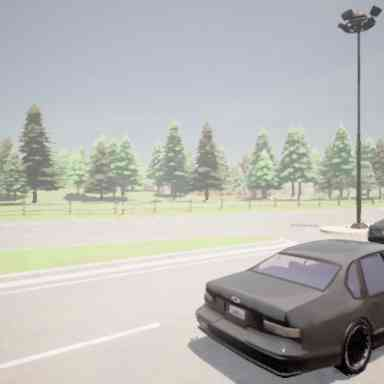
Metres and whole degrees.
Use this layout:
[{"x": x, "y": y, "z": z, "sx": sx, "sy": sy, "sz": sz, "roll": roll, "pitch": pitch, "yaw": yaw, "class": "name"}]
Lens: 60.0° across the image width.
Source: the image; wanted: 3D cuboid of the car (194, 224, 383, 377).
[{"x": 2.635, "y": 1.530, "z": 5.529, "sx": 5.357, "sy": 1.411, "sz": 2.033, "roll": 0, "pitch": 0, "yaw": -34, "class": "car"}]

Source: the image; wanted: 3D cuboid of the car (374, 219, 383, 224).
[{"x": 9.110, "y": 1.515, "z": 13.566, "sx": 4.181, "sy": 1.385, "sz": 1.994, "roll": 0, "pitch": 0, "yaw": -30, "class": "car"}]
